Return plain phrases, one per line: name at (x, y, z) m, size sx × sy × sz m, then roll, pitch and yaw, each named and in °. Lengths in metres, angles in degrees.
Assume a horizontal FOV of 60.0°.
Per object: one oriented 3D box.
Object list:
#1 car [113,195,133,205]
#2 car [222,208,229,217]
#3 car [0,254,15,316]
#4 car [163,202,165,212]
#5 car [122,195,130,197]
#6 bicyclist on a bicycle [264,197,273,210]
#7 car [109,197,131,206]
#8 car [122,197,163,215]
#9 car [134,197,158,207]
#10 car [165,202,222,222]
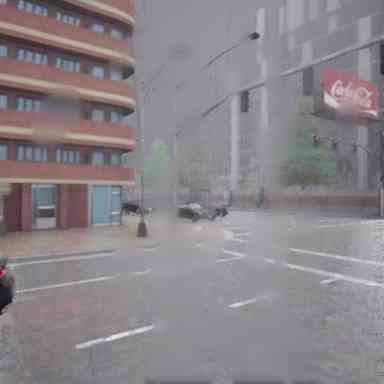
car at (-13.146, 1.439, 63.330) m, size 2.097 × 1.767 × 4.553 m, roll 0°, pitch 0°, yaw -36°
car at (1.305, 1.664, 31.025) m, size 1.895 × 1.301 × 4.718 m, roll 0°, pitch 0°, yaw -36°
car at (-5.206, 1.499, 4.561) m, size 4.892 × 1.490 × 1.837 m, roll 0°, pitch 0°, yaw -35°
car at (-4.622, 1.555, 39.243) m, size 2.128 × 1.511 × 4.902 m, roll 0°, pitch 0°, yaw -36°
car at (-10.669, 1.541, 47.655) m, size 1.882 × 1.535 × 5.008 m, roll 0°, pitch 0°, yaw -36°
bicyclist on a bicycle at (9.290, 1.404, 40.441) m, size 1.656 × 1.620 × 0.582 m, roll 0°, pitch 0°, yaw -36°
car at (-12.110, 1.580, 55.863) m, size 1.837 × 1.490 × 4.892 m, roll 0°, pitch 0°, yaw -35°
car at (-5.419, 1.543, 34.364) m, size 2.128 × 1.511 × 4.902 m, roll 0°, pitch 0°, yaw -36°
car at (-7.739, 1.565, 55.861) m, size 1.882 × 1.535 × 5.008 m, roll 0°, pitch 0°, yaw -36°
car at (0.008, 1.578, 26.867) m, size 1.812 × 1.442 × 4.674 m, roll 0°, pitch 0°, yaw -36°
